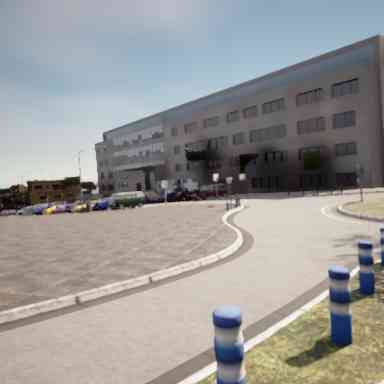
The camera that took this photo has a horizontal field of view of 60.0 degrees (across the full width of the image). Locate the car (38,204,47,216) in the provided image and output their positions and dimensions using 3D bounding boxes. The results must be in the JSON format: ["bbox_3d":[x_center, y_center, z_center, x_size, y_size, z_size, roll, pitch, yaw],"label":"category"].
[{"bbox_3d":[-20.970,2.757,53.037,5.366,1.575,1.946,-6,0,-44],"label":"car"}]

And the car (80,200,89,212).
[{"bbox_3d":[-11.373,1.558,42.799,4.553,1.767,2.185,-6,0,-44],"label":"car"}]

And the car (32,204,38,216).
[{"bbox_3d":[-22.990,2.732,54.807,5.566,2.045,2.435,-6,0,-44],"label":"car"}]

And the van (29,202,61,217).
[{"bbox_3d":[-24.977,2.980,56.754,4.442,1.987,1.878,-6,0,-44],"label":"van"}]

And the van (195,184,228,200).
[{"bbox_3d":[3.092,-0.042,45.601,4.442,1.987,1.878,-6,1,-44],"label":"van"}]

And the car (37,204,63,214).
[{"bbox_3d":[-37.461,4.406,87.728,5.566,2.045,2.435,-6,0,-44],"label":"car"}]

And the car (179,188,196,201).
[{"bbox_3d":[1.127,0.391,47.546,4.792,1.488,2.163,-6,0,-44],"label":"car"}]

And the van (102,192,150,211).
[{"bbox_3d":[-7.644,1.067,38.692,4.442,1.987,1.878,-6,1,-44],"label":"van"}]

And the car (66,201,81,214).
[{"bbox_3d":[-13.529,1.922,44.748,5.366,1.575,1.946,-6,0,-44],"label":"car"}]

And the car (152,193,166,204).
[{"bbox_3d":[-2.790,0.523,51.512,5.566,2.045,2.435,-6,0,-44],"label":"car"}]

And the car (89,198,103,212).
[{"bbox_3d":[-9.459,1.474,40.766,5.008,1.535,2.097,-6,0,-44],"label":"car"}]

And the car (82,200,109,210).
[{"bbox_3d":[-20.101,2.716,69.614,4.892,1.521,2.231,-6,0,-44],"label":"car"}]

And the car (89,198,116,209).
[{"bbox_3d":[-18.207,2.376,67.588,4.553,1.767,2.185,-6,0,-44],"label":"car"}]

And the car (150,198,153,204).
[{"bbox_3d":[-4.688,1.018,53.520,4.792,1.488,2.163,-6,0,-44],"label":"car"}]

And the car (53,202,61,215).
[{"bbox_3d":[-17.242,2.382,48.894,4.674,1.452,2.002,-6,0,-44],"label":"car"}]

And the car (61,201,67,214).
[{"bbox_3d":[-15.299,2.154,46.905,4.792,1.488,2.163,-6,0,-44],"label":"car"}]

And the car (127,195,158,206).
[{"bbox_3d":[-8.503,1.445,57.580,4.792,1.488,2.163,-6,0,-44],"label":"car"}]

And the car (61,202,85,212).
[{"bbox_3d":[-27.803,3.451,77.680,4.553,1.767,2.185,-6,0,-44],"label":"car"}]

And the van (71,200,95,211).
[{"bbox_3d":[-24.062,2.931,73.558,4.442,1.987,1.878,-6,0,-44],"label":"van"}]

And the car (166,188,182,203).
[{"bbox_3d":[-0.855,0.563,49.563,5.008,1.535,2.097,-6,0,-44],"label":"car"}]

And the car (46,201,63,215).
[{"bbox_3d":[-19.083,2.588,50.812,4.674,1.452,2.002,-6,0,-44],"label":"car"}]

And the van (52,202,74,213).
[{"bbox_3d":[-31.608,3.777,81.759,4.442,1.987,1.878,-6,0,-44],"label":"van"}]
